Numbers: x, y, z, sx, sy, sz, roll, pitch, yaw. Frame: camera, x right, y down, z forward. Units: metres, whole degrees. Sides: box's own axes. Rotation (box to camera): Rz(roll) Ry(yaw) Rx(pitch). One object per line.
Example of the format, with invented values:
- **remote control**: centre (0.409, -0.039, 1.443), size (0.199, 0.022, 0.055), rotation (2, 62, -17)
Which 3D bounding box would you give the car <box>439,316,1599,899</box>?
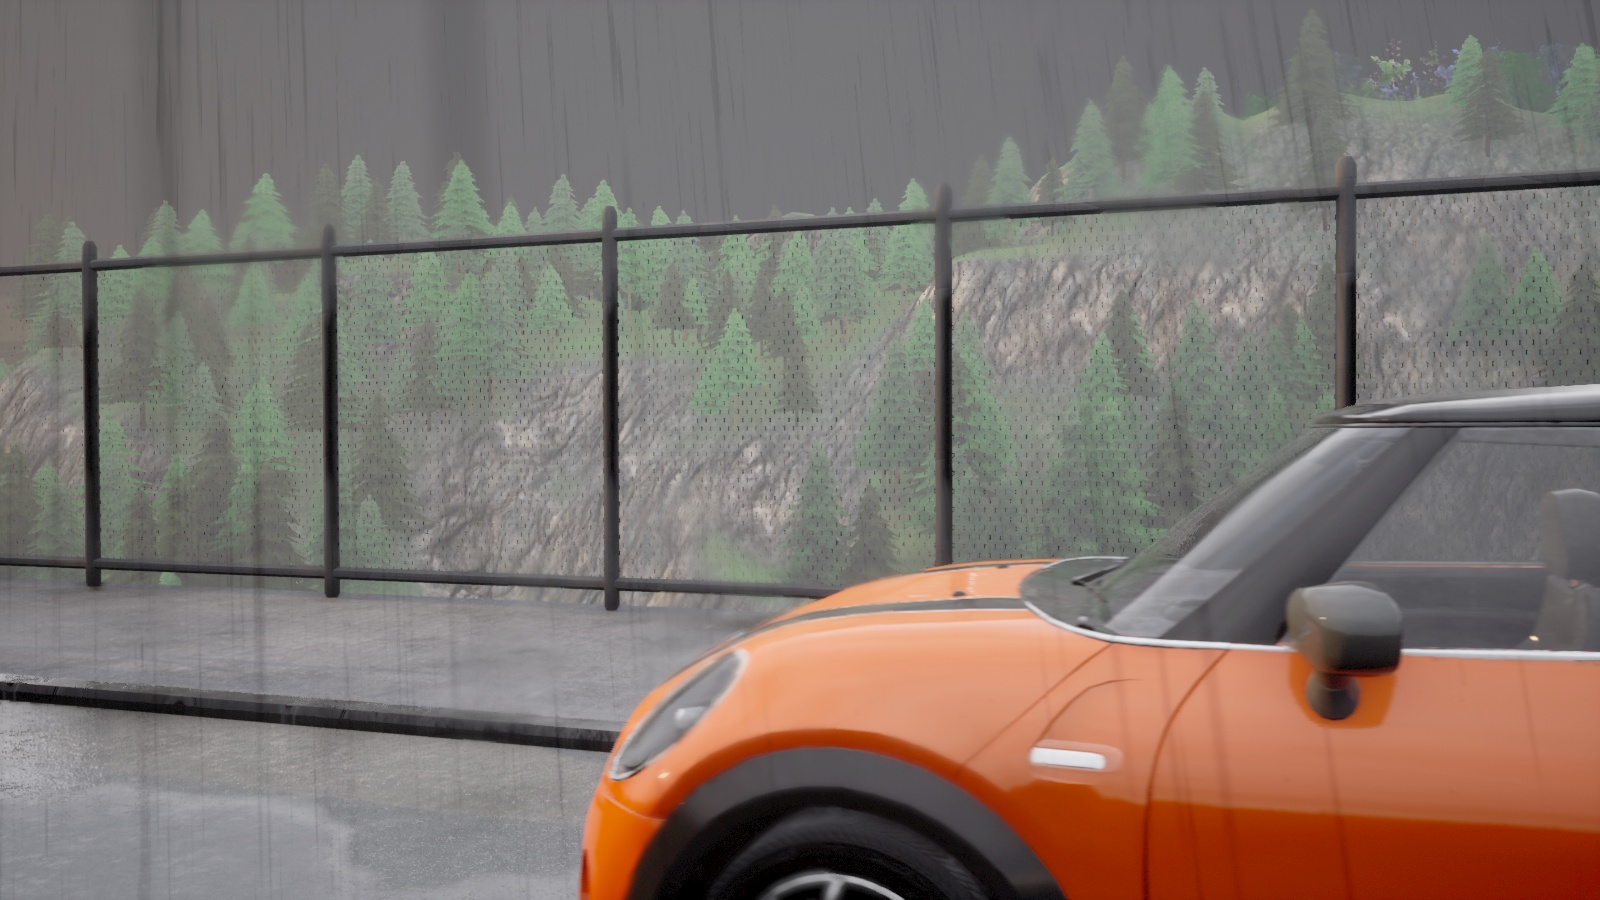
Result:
- **car**: centre (1.662, 0.640, 3.159), size (4.553, 1.767, 2.097), rotation (0, 1, 19)
